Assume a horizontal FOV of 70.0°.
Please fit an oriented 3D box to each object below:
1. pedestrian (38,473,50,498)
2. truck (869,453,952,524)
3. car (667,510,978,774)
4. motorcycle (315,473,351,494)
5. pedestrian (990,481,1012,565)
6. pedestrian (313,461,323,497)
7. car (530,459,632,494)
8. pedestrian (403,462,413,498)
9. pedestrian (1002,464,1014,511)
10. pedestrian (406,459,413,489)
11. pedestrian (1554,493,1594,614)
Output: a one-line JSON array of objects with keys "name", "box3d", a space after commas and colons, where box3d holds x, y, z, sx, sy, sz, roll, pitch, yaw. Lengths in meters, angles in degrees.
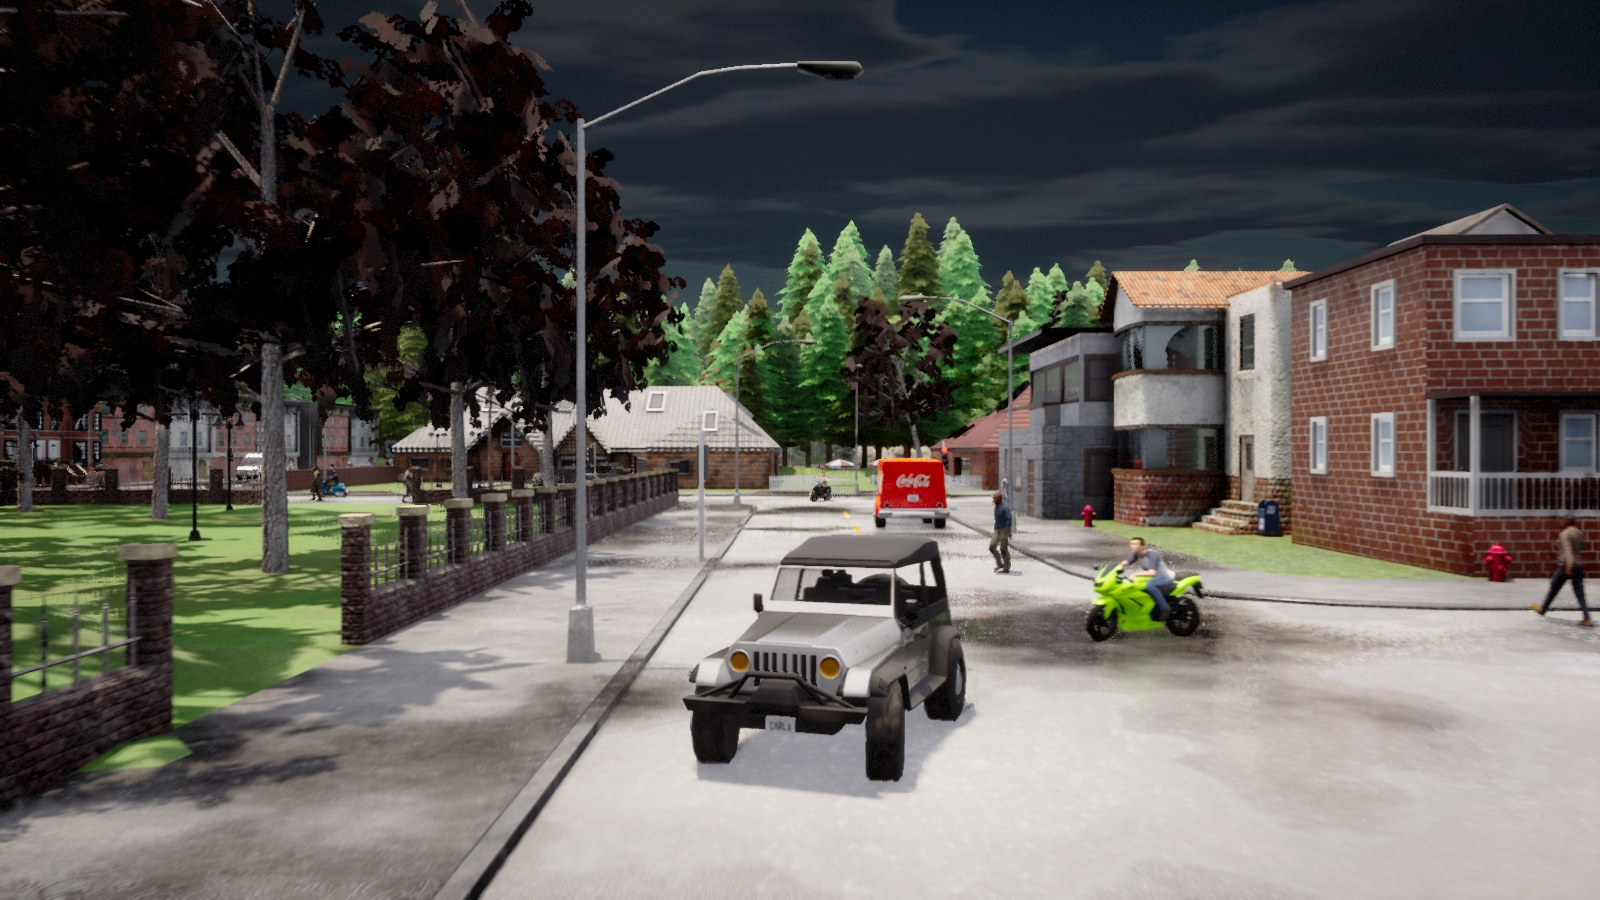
[{"name": "pedestrian", "box3d": [-38.309, 1.796, 57.921, 0.375, 1.300, 0.375, 0, 0, -1]}, {"name": "truck", "box3d": [3.969, 1.341, 42.181, 2.627, 2.467, 5.204, 0, 0, 1]}, {"name": "car", "box3d": [0.424, 1.635, 11.217, 1.905, 1.878, 3.866, 0, 0, 20]}, {"name": "motorcycle", "box3d": [-27.458, 1.952, 67.177, 1.805, 1.236, 0.856, 0, 0, 0]}, {"name": "pedestrian", "box3d": [4.498, 1.624, 25.564, 0.375, 1.860, 0.375, 0, 0, -16]}, {"name": "pedestrian", "box3d": [-24.904, 1.514, 59.083, 0.375, 1.860, 0.375, 0, 0, -2]}, {"name": "car", "box3d": [-12.814, 1.549, 67.177, 5.566, 2.045, 2.150, 0, 0, 0]}, {"name": "pedestrian", "box3d": [-19.847, 1.517, 57.881, 0.375, 1.860, 0.375, 0, 0, -2]}, {"name": "pedestrian", "box3d": [8.400, 1.511, 46.210, 0.375, 1.860, 0.375, 0, 0, -6]}, {"name": "pedestrian", "box3d": [-24.308, 1.512, 71.140, 0.375, 1.860, 0.375, 0, 0, -8]}, {"name": "pedestrian", "box3d": [12.242, 1.626, 18.077, 0.375, 1.860, 0.375, 0, 0, -12]}]
